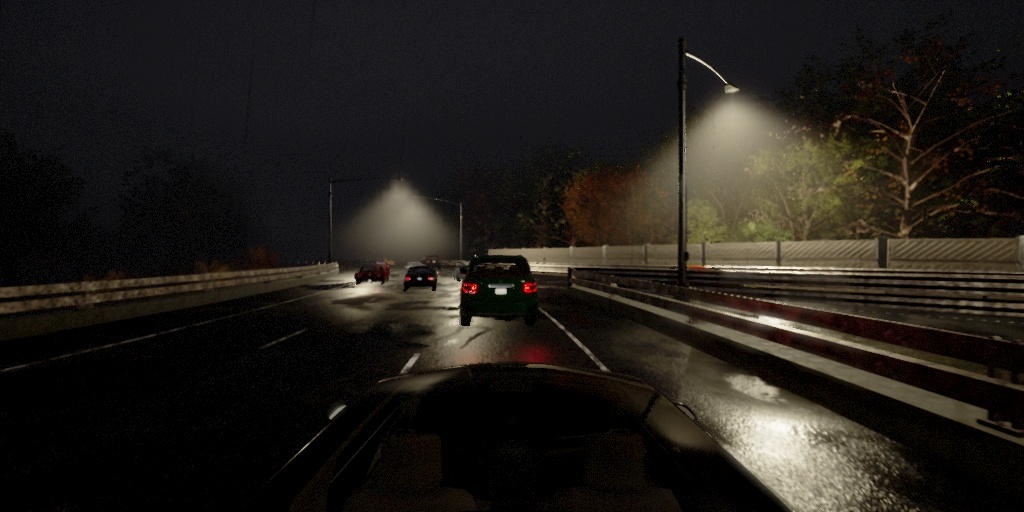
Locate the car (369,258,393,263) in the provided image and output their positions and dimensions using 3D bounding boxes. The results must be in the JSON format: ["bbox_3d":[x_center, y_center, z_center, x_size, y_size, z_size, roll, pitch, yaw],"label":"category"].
[{"bbox_3d":[-15.984,1.311,43.429,1.994,1.385,4.181,0,0,-24],"label":"car"}]

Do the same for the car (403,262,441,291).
[{"bbox_3d":[-5.575,1.296,22.086,2.033,1.411,5.357,0,0,-11],"label":"car"}]

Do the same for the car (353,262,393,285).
[{"bbox_3d":[-10.125,1.349,26.279,1.895,1.301,4.718,0,0,-14],"label":"car"}]

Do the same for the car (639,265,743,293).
[{"bbox_3d":[9.157,1.264,18.834,1.882,1.535,5.008,0,-1,-44],"label":"car"}]

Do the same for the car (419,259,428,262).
[{"bbox_3d":[-11.395,1.348,41.640,1.895,1.301,4.718,0,0,-22],"label":"car"}]

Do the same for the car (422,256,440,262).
[{"bbox_3d":[-11.766,0.966,51.026,2.150,2.045,5.566,0,0,-27],"label":"car"}]

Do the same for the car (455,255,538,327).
[{"bbox_3d":[-0.533,0.973,11.782,2.150,2.045,5.566,0,0,-5],"label":"car"}]
